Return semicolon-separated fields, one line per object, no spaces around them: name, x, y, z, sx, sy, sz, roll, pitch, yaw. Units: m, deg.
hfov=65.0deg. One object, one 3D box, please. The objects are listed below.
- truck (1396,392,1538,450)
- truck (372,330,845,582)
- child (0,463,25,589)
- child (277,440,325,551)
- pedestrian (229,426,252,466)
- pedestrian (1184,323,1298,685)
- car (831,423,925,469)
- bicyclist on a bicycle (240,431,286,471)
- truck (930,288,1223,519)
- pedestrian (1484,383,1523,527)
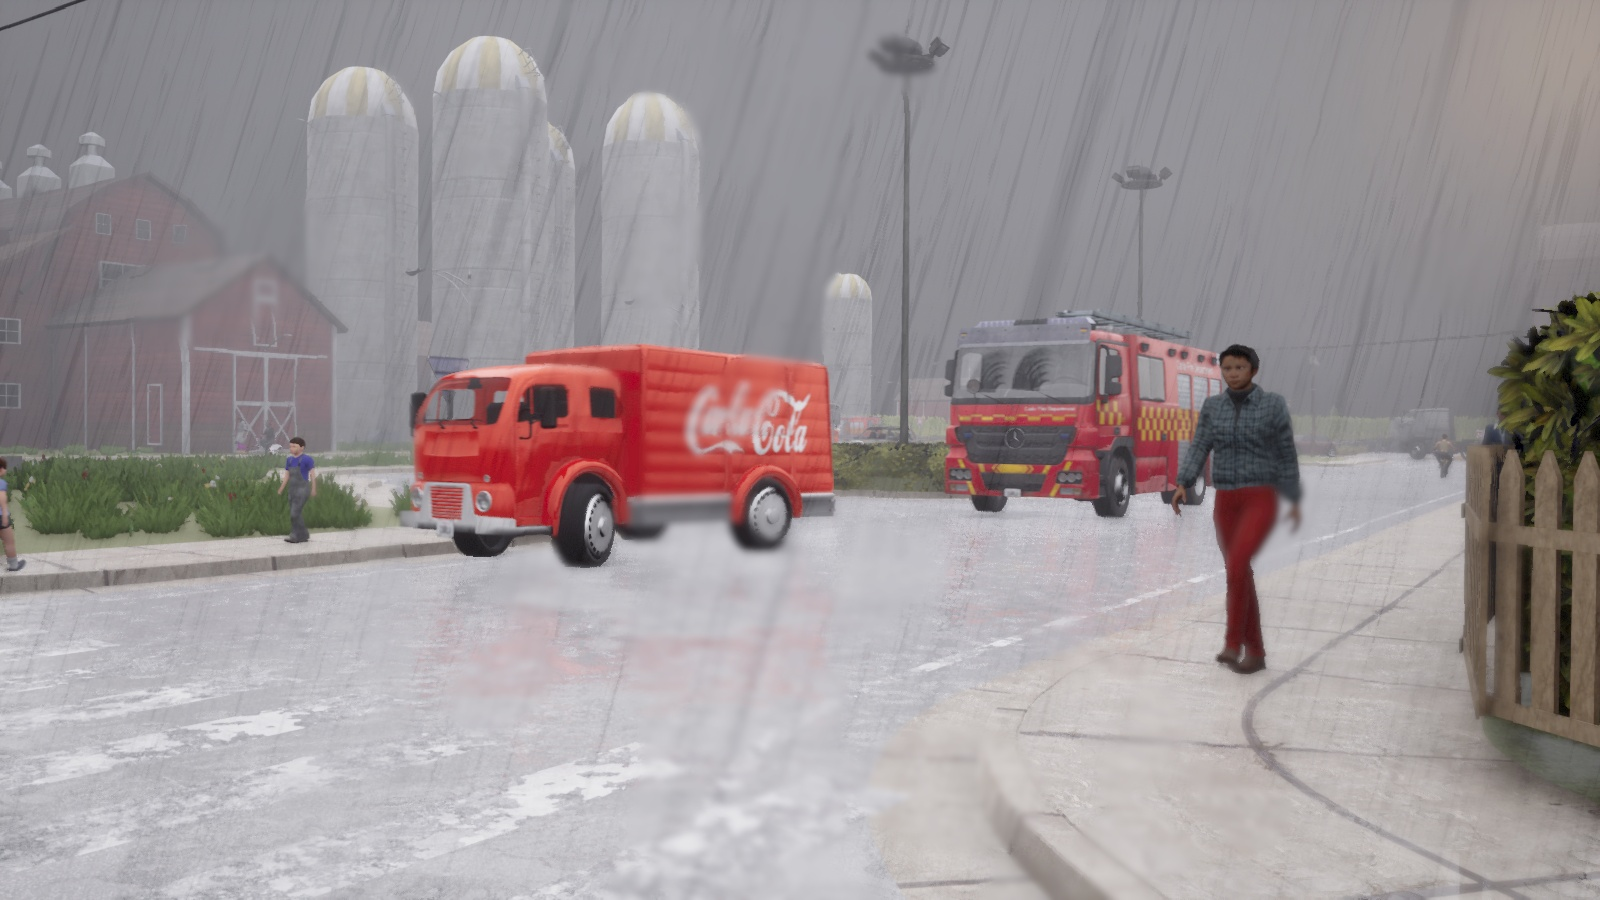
truck;42.053;-1.772;79.487;2.891;3.462;7.936;-1;1;-23
truck;-2.090;0.070;15.140;2.627;2.467;5.204;-1;0;39
child;-7.197;0.679;11.222;0.255;1.110;0.394;0;1;10
child;-5.778;0.520;14.544;0.270;1.263;0.437;0;1;26
pedestrian;-27.764;-0.215;62.303;0.873;1.952;0.659;-1;1;-43
pedestrian;2.380;0.273;6.757;0.353;1.847;0.614;0;1;43
car;3.353;-0.205;52.944;1.932;1.855;4.605;0;1;33
bicyclist on a bicycle;-24.564;0.040;57.458;0.659;1.776;1.843;0;1;33
truck;5.871;-0.829;25.185;2.891;3.827;8.468;0;1;33
pedestrian;9.733;0.061;17.367;0.423;1.949;0.788;0;1;33
